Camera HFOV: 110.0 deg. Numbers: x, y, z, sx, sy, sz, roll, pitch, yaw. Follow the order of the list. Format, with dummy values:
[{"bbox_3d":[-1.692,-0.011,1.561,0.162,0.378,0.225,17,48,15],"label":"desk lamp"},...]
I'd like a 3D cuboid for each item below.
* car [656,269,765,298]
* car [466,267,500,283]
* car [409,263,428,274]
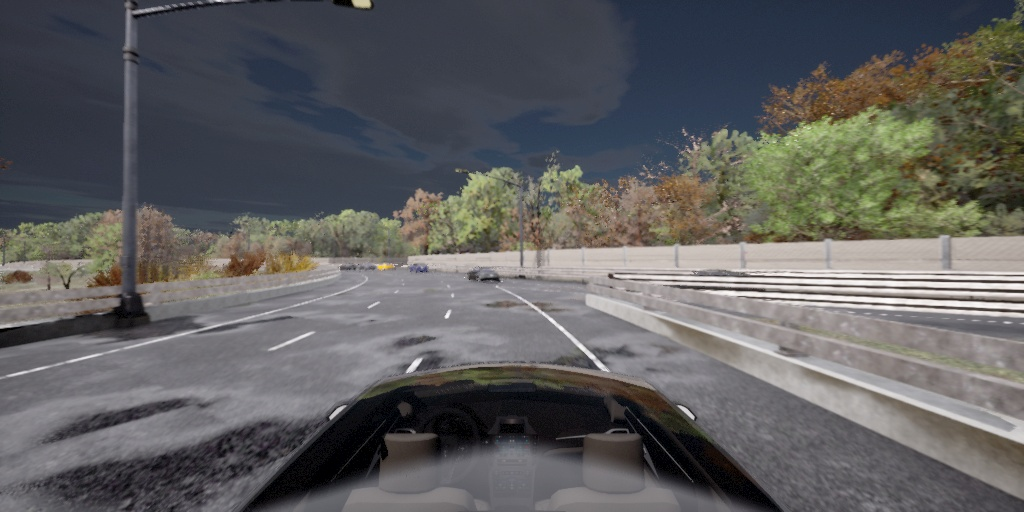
[{"bbox_3d":[9.666,1.446,17.962,1.837,1.490,4.892,0,-3,-45],"label":"car"},{"bbox_3d":[-2.754,1.713,33.259,1.994,1.385,4.181,0,-1,-29],"label":"car"},{"bbox_3d":[-15.214,1.896,58.243,2.097,1.767,4.553,0,-1,-31],"label":"car"}]
